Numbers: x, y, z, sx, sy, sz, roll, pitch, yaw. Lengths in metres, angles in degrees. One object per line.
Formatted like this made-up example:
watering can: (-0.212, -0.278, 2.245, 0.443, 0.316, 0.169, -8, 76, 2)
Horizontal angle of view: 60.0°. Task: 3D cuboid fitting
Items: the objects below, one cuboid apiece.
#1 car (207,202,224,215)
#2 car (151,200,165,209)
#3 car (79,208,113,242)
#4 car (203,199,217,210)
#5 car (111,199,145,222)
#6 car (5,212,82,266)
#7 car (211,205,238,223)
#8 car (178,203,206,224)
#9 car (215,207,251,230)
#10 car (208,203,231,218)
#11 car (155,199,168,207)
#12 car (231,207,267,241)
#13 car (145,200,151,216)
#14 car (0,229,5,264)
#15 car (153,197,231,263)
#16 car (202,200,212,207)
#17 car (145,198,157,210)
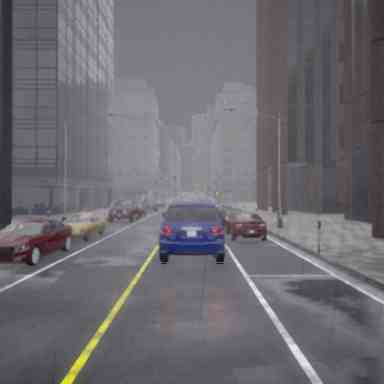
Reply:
car: (2.763, 1.951, 40.194, 1.802, 1.307, 4.206, 0, 0, 0)
car: (-5.760, 2.052, 57.130, 1.887, 1.381, 4.507, 0, 0, 0)
car: (-5.766, 1.689, 17.454, 1.752, 1.417, 4.829, 0, -1, 0)
car: (2.764, 1.903, 51.483, 1.967, 1.590, 4.097, 0, 0, 0)
car: (-5.766, 1.585, 28.913, 2.192, 1.841, 5.009, 0, -1, 0)
car: (-5.767, 1.657, 11.980, 1.887, 1.381, 4.507, 0, -1, 0)
car: (2.761, 1.836, 28.905, 1.947, 1.339, 4.313, 0, -1, 0)
car: (0.024, 1.760, 28.522, 2.128, 1.511, 4.902, 0, 0, 0)
car: (2.760, 1.784, 23.261, 1.947, 1.339, 4.313, 0, -1, 0)
car: (2.762, 1.871, 34.550, 2.008, 1.369, 4.403, 0, 0, 0)
car: (-5.760, 2.117, 62.774, 1.947, 1.339, 4.313, 0, 0, 0)
car: (2.759, 1.710, 17.616, 1.887, 1.381, 4.507, 0, -1, 0)
car: (-5.764, 1.865, 34.555, 1.887, 1.381, 4.507, 0, -1, 0)
car: (-5.767, 1.582, 6.167, 1.752, 1.417, 4.829, 0, -1, 0)
car: (0.013, 1.343, 12.606, 2.150, 2.045, 5.566, 0, 0, 0)
car: (2.766, 2.133, 62.771, 1.802, 1.307, 4.206, 0, 0, 0)
car: (-5.763, 1.732, 45.845, 2.192, 1.841, 5.009, 0, 0, 0)
